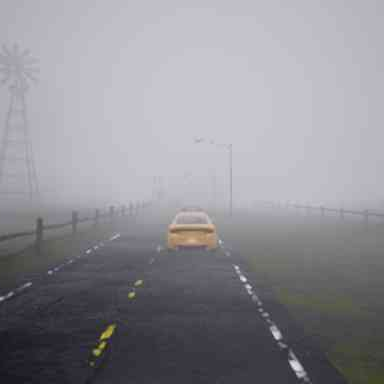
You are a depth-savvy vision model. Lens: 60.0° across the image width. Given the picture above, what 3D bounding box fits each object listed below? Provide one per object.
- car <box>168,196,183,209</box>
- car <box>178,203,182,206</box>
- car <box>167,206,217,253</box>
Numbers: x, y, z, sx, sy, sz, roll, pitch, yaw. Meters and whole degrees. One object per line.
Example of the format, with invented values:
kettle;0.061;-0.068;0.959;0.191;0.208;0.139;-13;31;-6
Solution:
car;-2.755;1.758;56.675;2.150;2.045;5.566;0;-1;0
car;-0.001;1.882;29.132;1.895;1.301;4.718;0;-1;0
car;0.004;1.617;14.481;1.882;1.535;5.008;0;0;0
